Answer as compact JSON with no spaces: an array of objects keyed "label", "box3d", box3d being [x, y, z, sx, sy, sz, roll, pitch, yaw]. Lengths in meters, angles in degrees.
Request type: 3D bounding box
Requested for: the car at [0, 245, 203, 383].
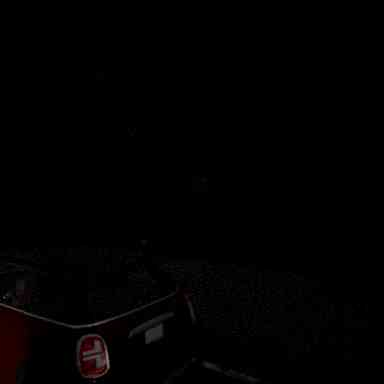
[{"label":"car","box3d":[-1.960,1.460,4.477,4.097,1.590,1.967,0,0,36]}]
